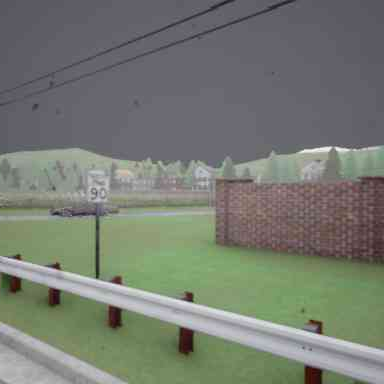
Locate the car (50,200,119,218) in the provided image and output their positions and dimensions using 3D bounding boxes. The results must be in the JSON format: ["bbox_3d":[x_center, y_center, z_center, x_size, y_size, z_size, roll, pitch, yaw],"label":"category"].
[{"bbox_3d":[-8.785,1.371,27.439,5.357,1.411,2.033,0,0,-26],"label":"car"}]
